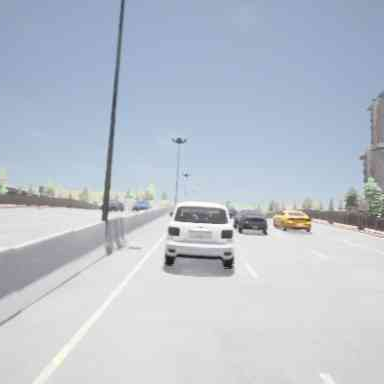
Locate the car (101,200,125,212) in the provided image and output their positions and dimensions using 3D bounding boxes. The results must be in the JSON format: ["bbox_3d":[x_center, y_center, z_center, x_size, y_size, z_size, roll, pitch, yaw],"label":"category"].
[{"bbox_3d":[-9.726,1.710,41.531,2.033,1.411,5.357,3,-3,1],"label":"car"}]

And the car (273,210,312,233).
[{"bbox_3d":[7.540,2.145,25.419,1.882,1.535,5.008,3,-1,1],"label":"car"}]

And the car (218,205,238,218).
[{"bbox_3d":[4.338,2.376,40.378,1.994,1.385,4.181,3,-2,1],"label":"car"}]

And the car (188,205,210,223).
[{"bbox_3d":[0.658,1.997,31.182,1.895,1.301,4.718,3,-1,1],"label":"car"}]

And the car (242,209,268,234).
[{"bbox_3d":[3.996,1.973,23.162,1.837,1.490,4.892,3,0,1],"label":"car"}]

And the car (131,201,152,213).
[{"bbox_3d":[-6.225,1.819,41.532,1.882,1.535,5.008,3,-3,1],"label":"car"}]

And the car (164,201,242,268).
[{"bbox_3d":[0.289,1.378,12.192,2.150,2.045,5.566,3,-1,1],"label":"car"}]
